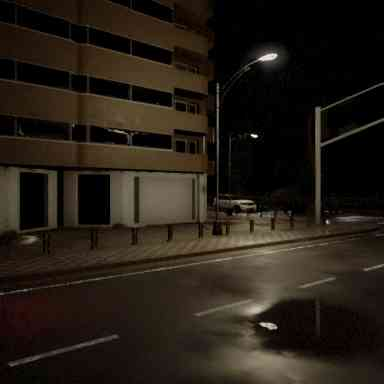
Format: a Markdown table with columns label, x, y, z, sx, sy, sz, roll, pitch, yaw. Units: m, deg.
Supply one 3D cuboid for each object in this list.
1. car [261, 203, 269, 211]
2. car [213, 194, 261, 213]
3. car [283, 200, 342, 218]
| label | x | y | z | sx | sy | sz | roll | pitch | yaw |
| --- | --- | --- | --- | --- | --- | --- | --- | --- | --- |
| car | 7.160 | 1.560 | 40.577 | 1.837 | 1.490 | 4.892 | 0 | 0 | -36 |
| car | 4.741 | 1.276 | 37.948 | 2.150 | 2.045 | 5.566 | 0 | 0 | -36 |
| car | 10.512 | 1.560 | 29.958 | 1.837 | 1.490 | 4.892 | 0 | 0 | -36 |
